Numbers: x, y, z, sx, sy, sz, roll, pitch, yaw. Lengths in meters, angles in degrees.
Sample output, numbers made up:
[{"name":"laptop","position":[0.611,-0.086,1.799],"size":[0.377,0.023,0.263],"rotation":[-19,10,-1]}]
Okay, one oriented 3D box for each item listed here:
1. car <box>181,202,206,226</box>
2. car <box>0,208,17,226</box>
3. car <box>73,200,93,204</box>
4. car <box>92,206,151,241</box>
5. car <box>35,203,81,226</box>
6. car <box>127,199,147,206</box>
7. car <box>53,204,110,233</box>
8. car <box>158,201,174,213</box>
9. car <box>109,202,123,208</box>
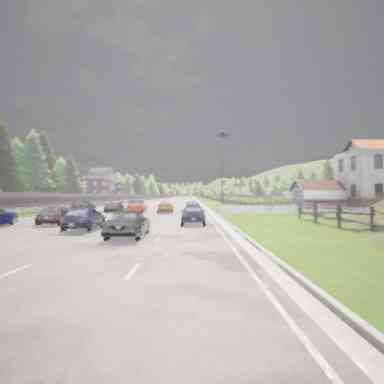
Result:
[{"name":"car","position":[0.098,1.771,25.828],"size":[1.812,1.442,4.674],"rotation":[0,0,0]},{"name":"car","position":[-13.902,1.694,22.730],"size":[1.882,1.535,5.008],"rotation":[0,-1,0]},{"name":"car","position":[-13.971,1.757,42.695],"size":[2.097,1.767,4.553],"rotation":[0,-1,1]},{"name":"car","position":[-3.402,1.718,17.832],"size":[2.033,1.411,5.357],"rotation":[0,-1,0]},{"name":"car","position":[-10.404,1.810,25.767],"size":[1.994,1.385,4.181],"rotation":[0,0,0]},{"name":"car","position":[-6.906,1.751,42.038],"size":[2.097,1.767,4.553],"rotation":[0,-1,0]},{"name":"car","position":[-6.902,1.729,21.319],"size":[1.812,1.442,4.674],"rotation":[0,0,0]},{"name":"car","position":[-3.405,1.893,43.717],"size":[1.882,1.535,5.008],"rotation":[0,0,0]},{"name":"car","position":[-10.405,1.990,44.846],"size":[1.994,1.385,4.181],"rotation":[0,0,0]}]
